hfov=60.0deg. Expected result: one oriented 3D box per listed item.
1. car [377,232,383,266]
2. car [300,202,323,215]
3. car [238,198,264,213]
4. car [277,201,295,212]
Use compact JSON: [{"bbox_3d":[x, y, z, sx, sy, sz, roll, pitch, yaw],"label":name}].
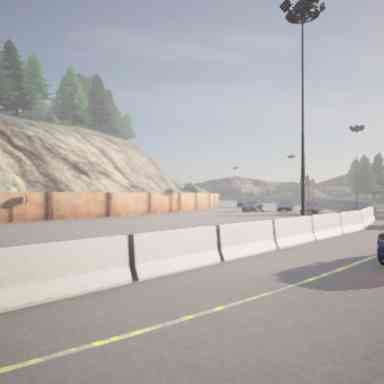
[{"bbox_3d":[7.657,1.536,10.770,5.008,1.535,1.882,0,0,-44],"label":"car"},{"bbox_3d":[13.090,1.750,36.161,2.033,1.411,5.357,0,0,26],"label":"car"},{"bbox_3d":[7.470,1.740,40.713,1.837,1.490,4.892,0,0,25],"label":"car"},{"bbox_3d":[11.962,1.786,42.078,2.033,1.411,5.357,0,0,22],"label":"car"}]
